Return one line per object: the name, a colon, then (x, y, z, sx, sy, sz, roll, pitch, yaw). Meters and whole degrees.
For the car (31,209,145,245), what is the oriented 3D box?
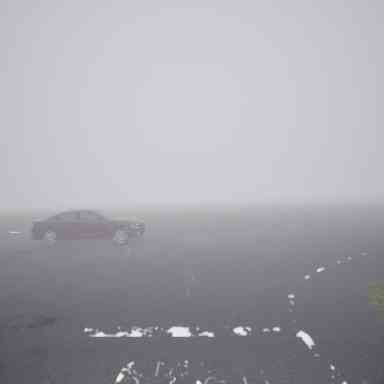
car: (-4.659, 1.496, 15.180, 5.008, 1.535, 1.882, -2, 0, 0)
